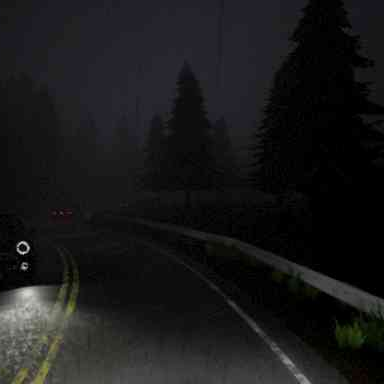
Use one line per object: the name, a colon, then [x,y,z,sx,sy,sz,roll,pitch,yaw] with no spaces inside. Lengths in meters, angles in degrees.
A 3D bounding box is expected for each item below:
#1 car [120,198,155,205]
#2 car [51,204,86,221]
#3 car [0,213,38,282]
car: [-6.828,1.539,42.570,2.033,1.411,5.357,3,4,36]
car: [-10.727,1.755,29.247,2.033,1.411,5.357,-1,0,-5]
car: [-5.744,1.464,9.817,2.097,1.767,4.553,-2,0,-24]
